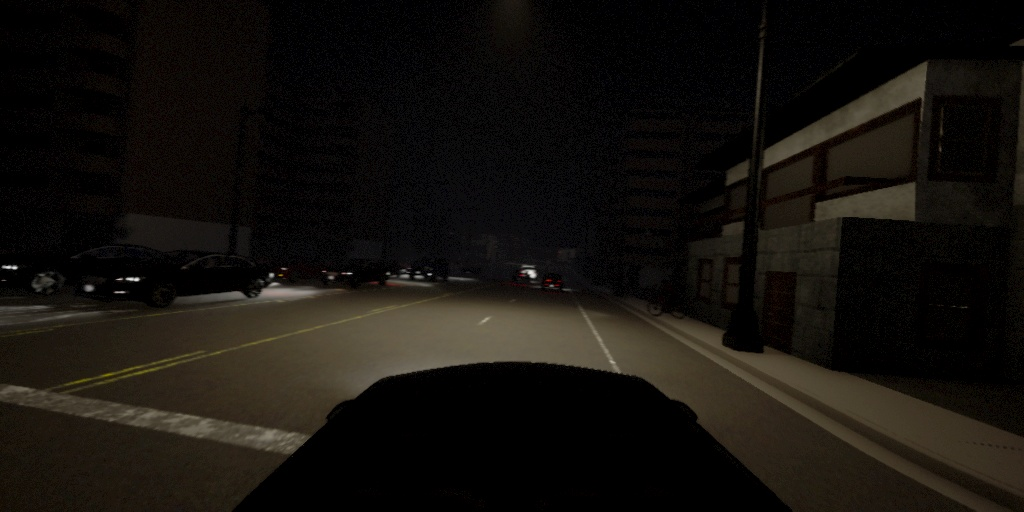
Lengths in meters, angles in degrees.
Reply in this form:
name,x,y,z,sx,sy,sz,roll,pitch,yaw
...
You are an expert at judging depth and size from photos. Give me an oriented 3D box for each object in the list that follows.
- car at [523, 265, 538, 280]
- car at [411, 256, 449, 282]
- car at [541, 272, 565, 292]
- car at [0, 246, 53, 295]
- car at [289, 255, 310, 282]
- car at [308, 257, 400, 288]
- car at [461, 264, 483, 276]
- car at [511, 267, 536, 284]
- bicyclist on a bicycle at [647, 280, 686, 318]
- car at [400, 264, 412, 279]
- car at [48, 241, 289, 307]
name,x,y,z,sx,sy,sz,roll,pitch,yaw
car,2.399,2.366,50.884,2.150,2.045,5.566,5,-1,7
car,-7.170,1.092,31.528,2.150,2.045,5.566,5,-2,8
car,3.604,2.304,31.962,1.837,1.490,4.892,5,-2,7
car,-13.259,0.297,11.322,2.128,1.511,4.902,5,-1,7
car,-12.159,0.671,20.166,1.994,1.385,4.181,5,-2,6
car,-8.627,0.897,20.170,2.128,1.511,4.902,5,-2,7
car,-5.174,1.764,46.695,1.895,1.301,4.718,5,-1,7
car,1.112,2.329,40.551,2.128,1.511,4.902,5,-1,8
bicyclist on a bicycle,6.840,1.893,15.757,1.656,1.620,0.582,5,-1,7
car,-10.856,1.070,30.432,2.033,1.411,5.357,5,-2,7
car,-9.785,0.582,10.999,2.128,1.511,4.902,5,-1,7
